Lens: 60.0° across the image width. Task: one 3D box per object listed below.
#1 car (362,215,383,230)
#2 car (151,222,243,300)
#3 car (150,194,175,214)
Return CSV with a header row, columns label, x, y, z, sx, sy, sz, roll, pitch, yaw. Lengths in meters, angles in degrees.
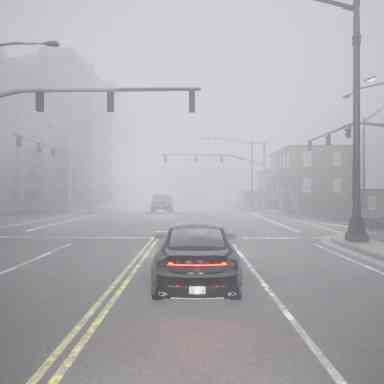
label,x,y,z,sx,sy,sz,roll,pitch,yaw
car,16.051,2.655,28.237,4.181,1.385,1.994,8,0,0
car,0.095,1.505,8.353,1.837,1.490,4.892,0,0,0
car,-3.323,1.198,35.876,2.150,2.045,5.566,0,-1,-6
